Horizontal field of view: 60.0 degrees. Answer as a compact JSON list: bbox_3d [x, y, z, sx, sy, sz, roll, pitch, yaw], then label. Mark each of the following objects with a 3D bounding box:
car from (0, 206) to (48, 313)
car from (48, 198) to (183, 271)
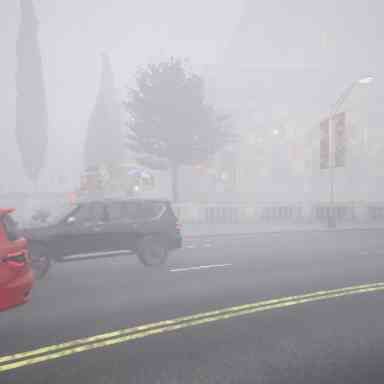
[{"bbox_3d":[-5.191,1.221,4.486,5.566,2.045,2.150,0,0,-36],"label":"car"},{"bbox_3d":[-2.963,1.221,10.035,5.566,2.045,2.150,0,0,-29],"label":"car"}]
